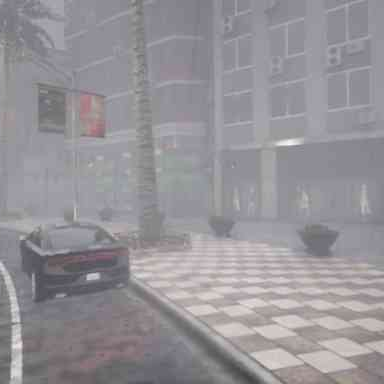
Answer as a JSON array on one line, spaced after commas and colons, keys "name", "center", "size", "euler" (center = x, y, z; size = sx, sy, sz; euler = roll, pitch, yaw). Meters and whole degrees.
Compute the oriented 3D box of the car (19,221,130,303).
[{"name": "car", "center": [-3.209, 1.495, 8.520], "size": [1.882, 1.535, 5.008], "euler": [-1, 0, -32]}]
